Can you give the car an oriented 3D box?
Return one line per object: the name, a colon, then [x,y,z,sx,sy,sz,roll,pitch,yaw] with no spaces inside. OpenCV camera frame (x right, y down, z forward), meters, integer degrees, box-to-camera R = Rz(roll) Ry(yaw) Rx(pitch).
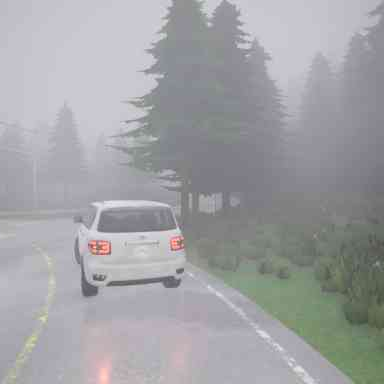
car: [-1.894,1.221,8.971,2.150,2.045,5.566,0,0,-20]
